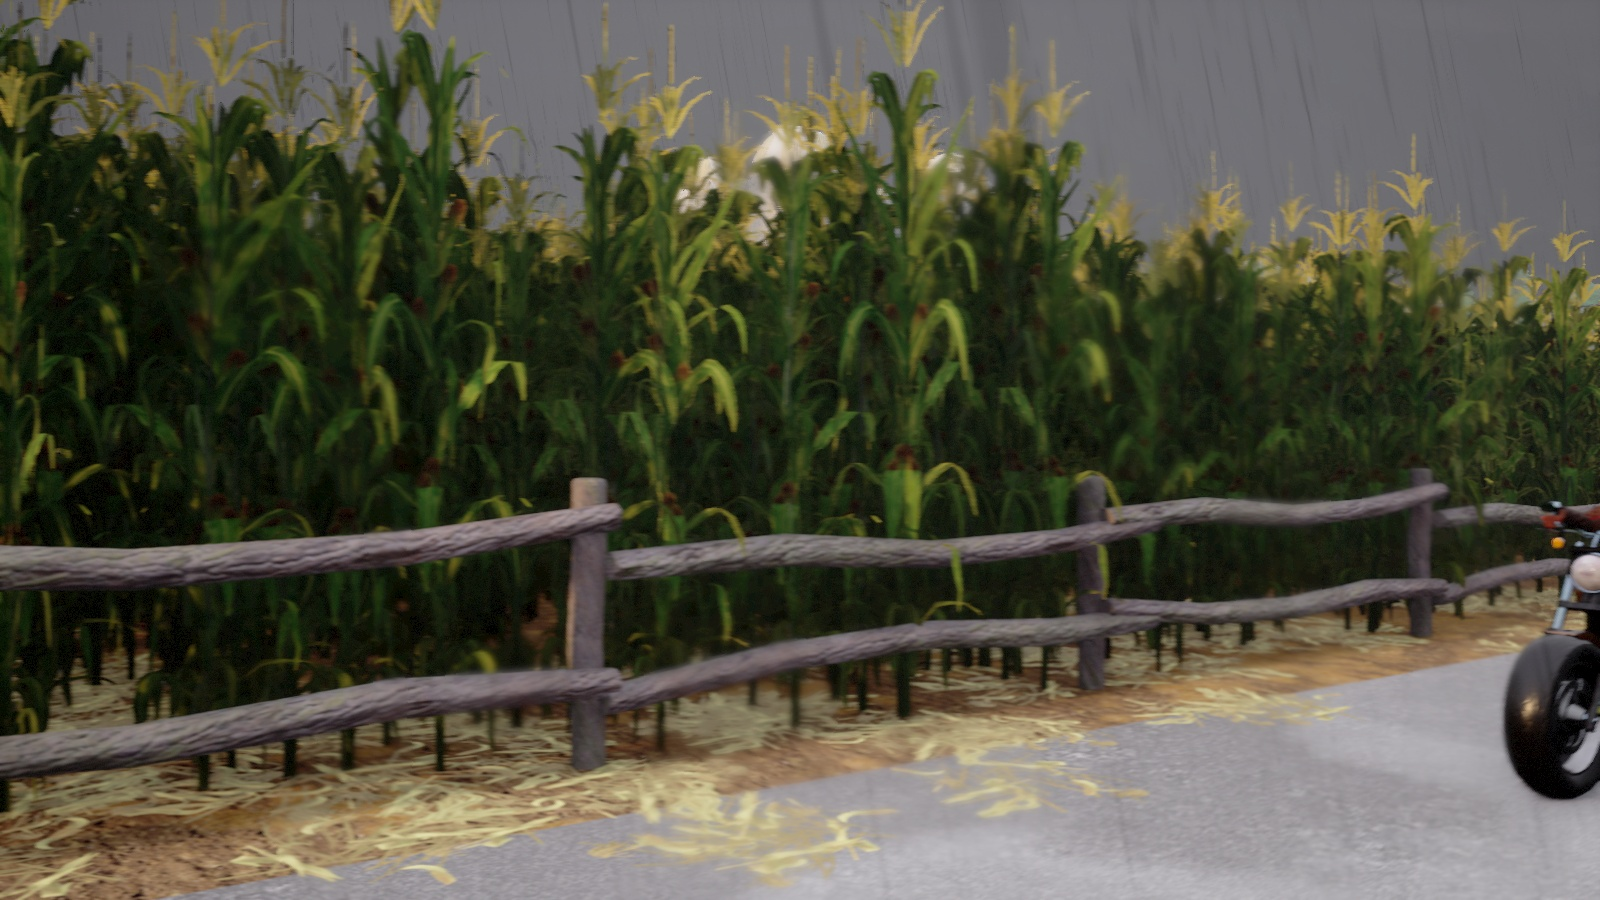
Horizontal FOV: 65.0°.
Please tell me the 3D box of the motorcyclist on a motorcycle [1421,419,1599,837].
[{"bbox_3d":[3.934,0.701,5.910,2.350,1.649,0.766,0,0,-35],"label":"motorcyclist on a motorcycle"}]
